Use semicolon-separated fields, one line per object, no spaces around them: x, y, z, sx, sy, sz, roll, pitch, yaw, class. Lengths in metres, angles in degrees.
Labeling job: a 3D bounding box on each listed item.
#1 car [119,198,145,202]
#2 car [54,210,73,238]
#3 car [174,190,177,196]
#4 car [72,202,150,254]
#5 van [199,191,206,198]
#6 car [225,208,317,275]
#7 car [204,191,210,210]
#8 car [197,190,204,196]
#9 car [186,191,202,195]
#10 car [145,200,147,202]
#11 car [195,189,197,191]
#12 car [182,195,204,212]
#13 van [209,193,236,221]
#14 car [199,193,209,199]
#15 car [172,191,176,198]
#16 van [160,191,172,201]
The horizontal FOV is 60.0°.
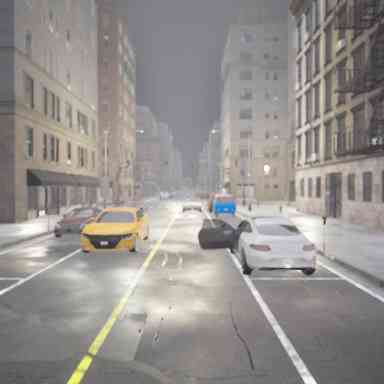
-5.395;1.302;27.690;1.887;1.381;4.507;0;1;0;car
-5.392;1.436;16.668;1.802;1.307;4.206;0;0;0;car
-5.426;0.821;81.381;1.887;1.381;4.507;0;1;0;car
-2.840;1.362;13.219;1.882;1.535;5.008;0;1;0;car
2.666;0.568;86.789;1.690;1.788;3.998;0;1;0;van
2.225;1.438;10.019;1.812;1.442;4.674;0;0;0;car
2.628;1.024;33.201;2.192;1.841;5.009;0;1;0;car
2.685;0.688;70.571;2.192;1.841;5.009;0;1;0;car
0.013;1.072;46.781;2.128;1.511;4.902;0;1;0;car
-5.397;1.275;33.201;1.947;1.339;4.313;0;1;0;car
2.659;0.493;92.195;2.192;1.841;5.009;0;1;0;car
0.040;1.307;33.445;1.895;1.301;4.718;0;1;1;car
2.630;1.098;27.690;1.690;1.788;3.998;0;1;0;van
2.679;0.875;75.979;2.008;1.369;4.403;0;1;0;car
-5.426;0.891;75.975;1.947;1.339;4.313;0;1;0;car
-5.426;0.763;65.161;1.690;1.788;3.998;0;1;0;van
